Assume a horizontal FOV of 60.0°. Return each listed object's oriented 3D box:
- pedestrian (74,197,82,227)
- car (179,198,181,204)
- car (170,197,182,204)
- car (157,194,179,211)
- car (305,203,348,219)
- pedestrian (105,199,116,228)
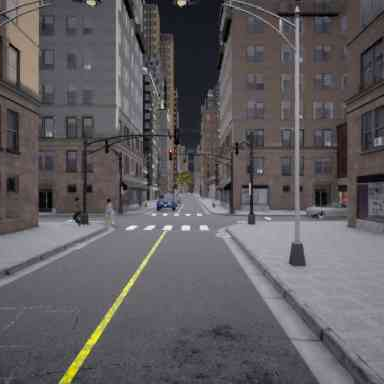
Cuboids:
[{"bbox_3d":[-6.805,1.145,19.796,0.375,1.860,0.375,0,0,0],"label":"pedestrian"},{"bbox_3d":[-3.139,1.569,51.907,2.033,1.411,5.357,0,0,0],"label":"car"},{"bbox_3d":[-3.093,1.593,64.027,1.994,1.385,4.181,0,0,1],"label":"car"},{"bbox_3d":[-3.138,1.237,41.547,2.150,2.045,5.566,0,0,-1],"label":"car"},{"bbox_3d":[12.323,1.593,28.645,4.718,1.301,1.895,0,0,0],"label":"car"},{"bbox_3d":[-5.074,1.298,20.532,0.375,1.860,0.375,0,0,0],"label":"pedestrian"}]
